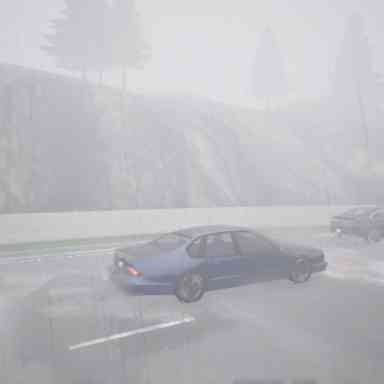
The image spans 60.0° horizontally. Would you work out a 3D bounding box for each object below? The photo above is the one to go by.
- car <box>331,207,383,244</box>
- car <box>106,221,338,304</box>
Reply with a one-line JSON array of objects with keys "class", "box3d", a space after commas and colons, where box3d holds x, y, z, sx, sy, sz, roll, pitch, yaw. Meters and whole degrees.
[{"class": "car", "box3d": [8.635, 1.445, 15.136, 4.902, 1.511, 2.128, 0, 0, -18]}, {"class": "car", "box3d": [0.750, 1.531, 8.019, 5.357, 1.411, 2.033, 0, 0, -28]}]
